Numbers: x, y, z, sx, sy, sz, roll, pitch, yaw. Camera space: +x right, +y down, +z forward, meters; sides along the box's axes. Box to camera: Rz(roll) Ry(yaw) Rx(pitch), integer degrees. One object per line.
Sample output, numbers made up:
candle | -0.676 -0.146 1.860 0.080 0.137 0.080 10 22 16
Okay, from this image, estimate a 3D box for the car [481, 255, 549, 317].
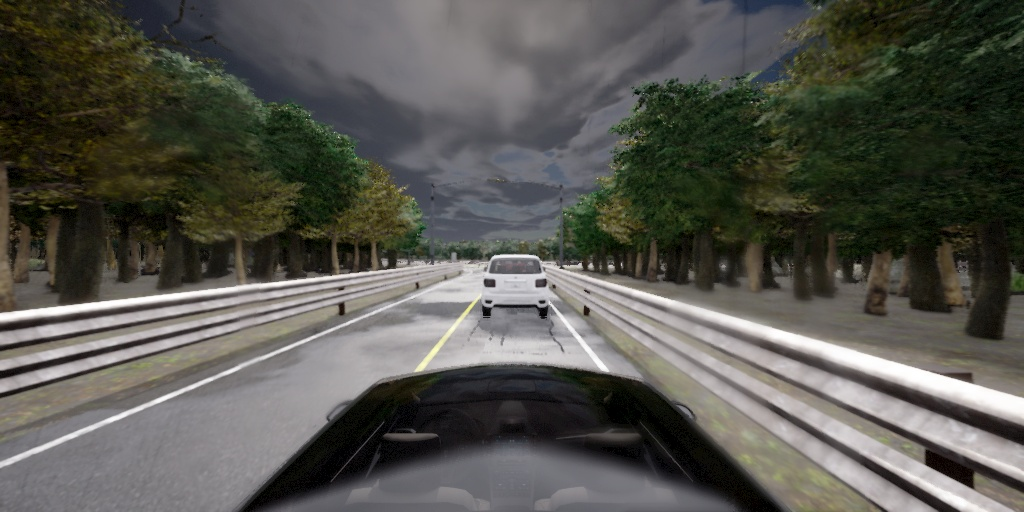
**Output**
car | 0.103 0.986 13.321 2.150 2.045 5.566 0 0 0
